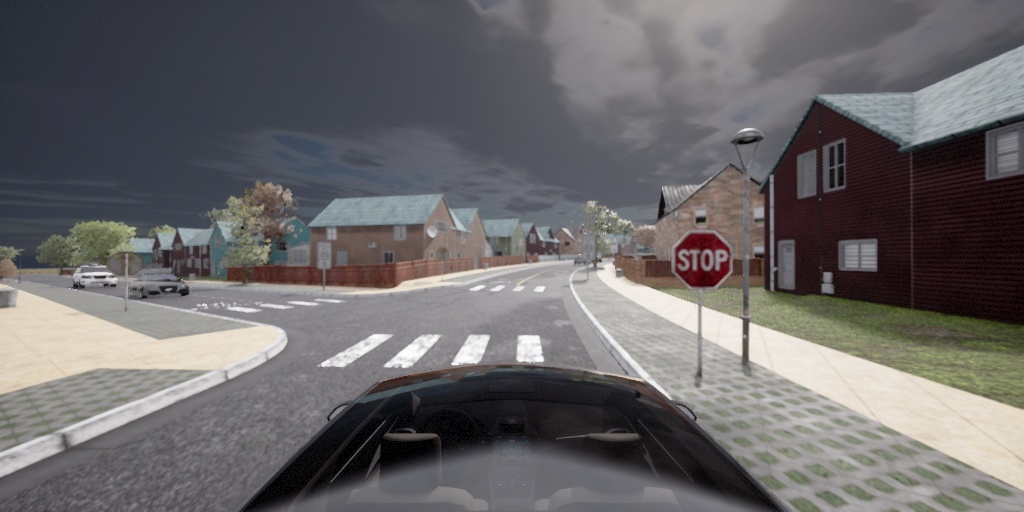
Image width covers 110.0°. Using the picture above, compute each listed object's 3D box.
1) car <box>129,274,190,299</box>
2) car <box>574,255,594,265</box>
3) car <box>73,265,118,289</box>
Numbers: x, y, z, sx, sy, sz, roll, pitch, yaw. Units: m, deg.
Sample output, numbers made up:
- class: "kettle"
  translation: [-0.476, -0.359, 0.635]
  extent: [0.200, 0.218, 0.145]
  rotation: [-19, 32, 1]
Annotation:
- class: "car"
  translation: [-21.015, 1.753, 21.333]
  extent: [4.181, 1.385, 1.994]
  rotation: [-2, -1, 34]
- class: "car"
  translation: [11.104, 0.654, 56.875]
  extent: [2.128, 1.511, 4.902]
  rotation: [0, 1, 23]
- class: "car"
  translation: [-37.664, 1.864, 32.358]
  extent: [5.566, 2.045, 2.150]
  rotation: [-2, -1, 34]
